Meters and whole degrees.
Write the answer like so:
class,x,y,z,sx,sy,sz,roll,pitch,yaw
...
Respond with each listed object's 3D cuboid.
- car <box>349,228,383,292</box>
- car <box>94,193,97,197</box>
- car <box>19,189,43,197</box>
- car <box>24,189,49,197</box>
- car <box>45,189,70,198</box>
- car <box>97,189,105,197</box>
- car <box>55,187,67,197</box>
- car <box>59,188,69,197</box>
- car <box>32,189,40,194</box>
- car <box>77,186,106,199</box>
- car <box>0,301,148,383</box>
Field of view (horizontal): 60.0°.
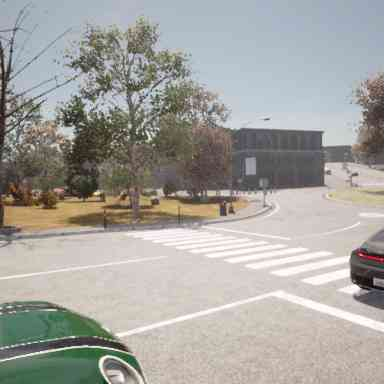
class,x,y,z,sx,sy,sz,roll,pitch,yaw
car,5.597,1.473,7.702,4.892,1.490,1.837,0,0,-35
car,-16.800,0.284,61.753,1.946,1.575,5.366,-1,2,17
car,-37.889,0.149,78.347,2.097,1.535,5.008,0,3,19
car,-35.635,0.193,76.307,1.946,1.575,5.366,0,3,18
car,-28.586,0.292,70.958,2.231,1.521,4.892,-1,2,18
car,-14.386,0.122,60.127,2.185,1.767,4.553,-2,2,16
car,-26.239,0.060,69.101,2.435,2.045,5.566,0,2,17
car,-23.875,0.349,67.296,2.163,1.488,4.792,-1,2,17
car,-33.268,0.100,74.604,2.185,1.767,4.553,0,2,18
car,-19.139,0.051,63.744,2.435,2.045,5.566,-2,2,17
car,-2.483,1.353,1.970,4.553,1.767,2.097,0,0,-36
